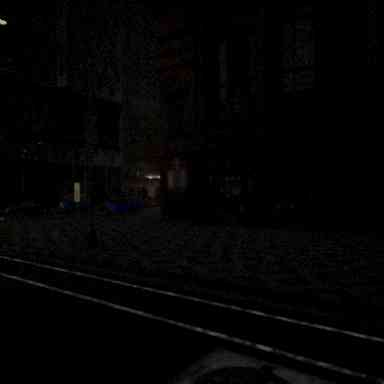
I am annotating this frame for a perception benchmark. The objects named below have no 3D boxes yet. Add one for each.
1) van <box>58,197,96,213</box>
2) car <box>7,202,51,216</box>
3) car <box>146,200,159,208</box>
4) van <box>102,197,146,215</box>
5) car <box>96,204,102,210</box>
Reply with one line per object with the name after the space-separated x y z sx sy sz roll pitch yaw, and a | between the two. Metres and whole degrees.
-14.015 1.514 39.942 1.690 1.788 3.998 0 0 36 | van
-17.294 1.736 35.380 2.008 1.369 4.403 0 0 36 | car
-7.554 1.676 48.927 1.752 1.417 4.829 0 0 36 | car
-7.093 1.449 34.966 1.690 1.788 3.998 0 0 36 | van
-10.834 1.687 44.365 1.752 1.417 4.829 0 0 36 | car
